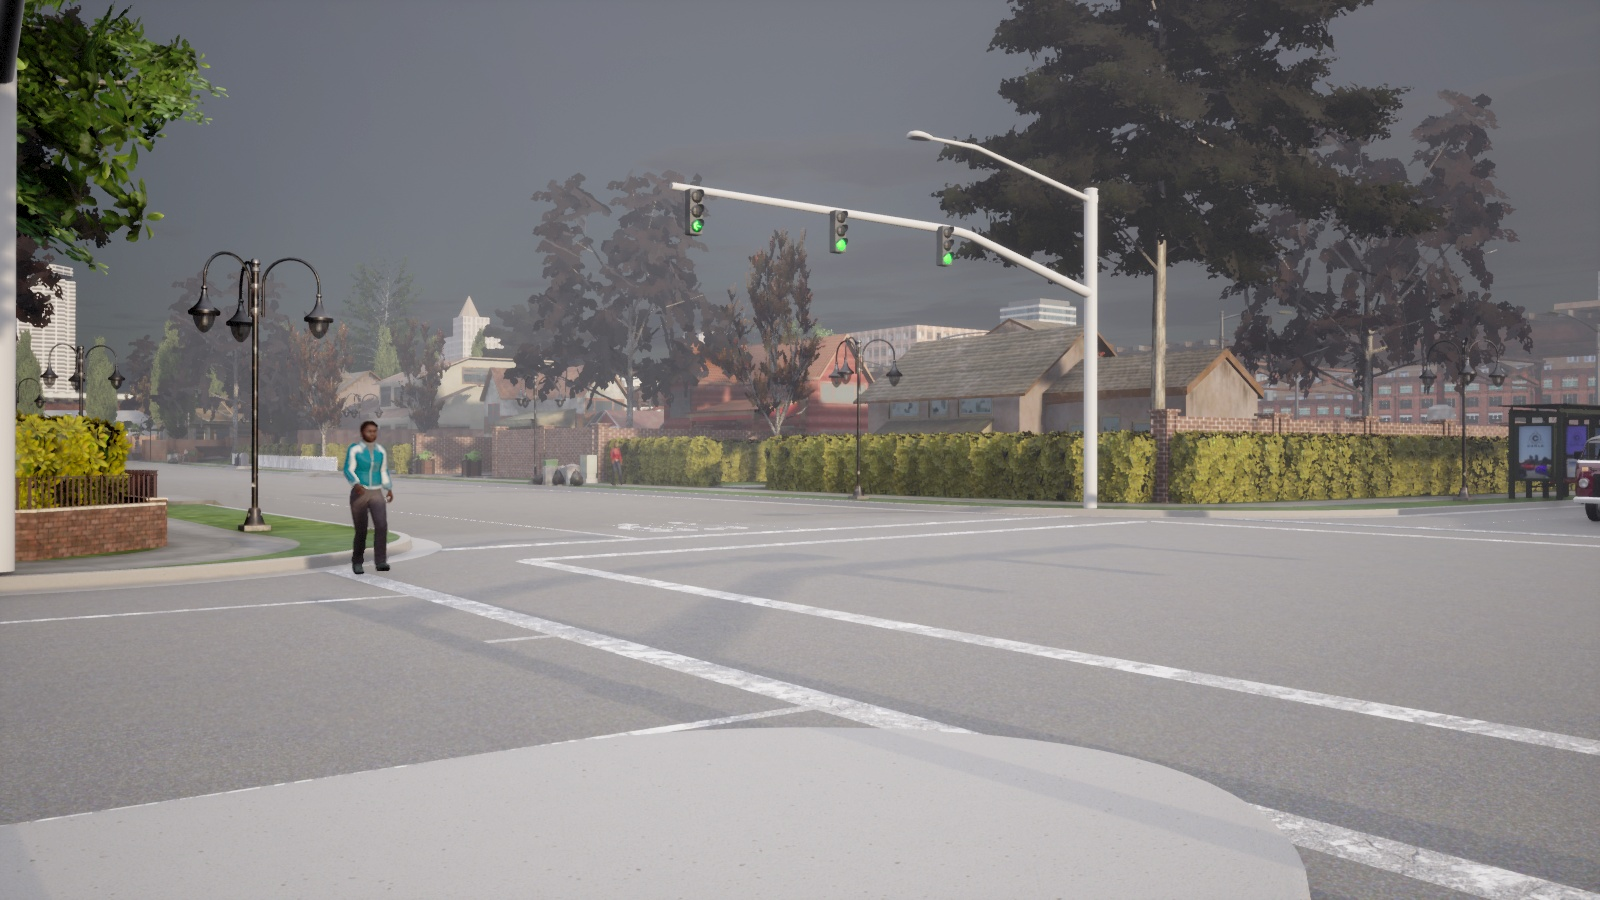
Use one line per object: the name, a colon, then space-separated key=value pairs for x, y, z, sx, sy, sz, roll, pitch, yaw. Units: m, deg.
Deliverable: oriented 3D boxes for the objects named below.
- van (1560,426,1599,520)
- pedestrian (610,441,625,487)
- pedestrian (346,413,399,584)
van: x=19.198 y=0.497 z=28.227 sx=4.480 sy=2.038 sz=2.069 roll=0 pitch=0 yaw=-37
pedestrian: x=-7.357 y=0.550 z=50.697 sx=0.331 sy=1.846 sz=0.636 roll=0 pitch=0 yaw=-36
pedestrian: x=-4.963 y=0.549 z=14.574 sx=0.396 sy=1.930 sz=0.692 roll=0 pitch=0 yaw=-35
